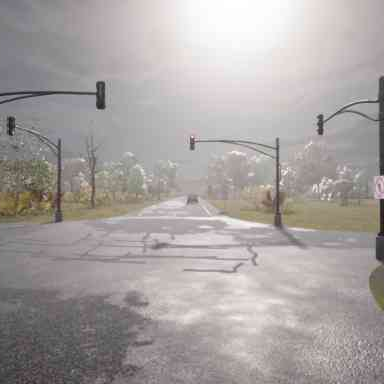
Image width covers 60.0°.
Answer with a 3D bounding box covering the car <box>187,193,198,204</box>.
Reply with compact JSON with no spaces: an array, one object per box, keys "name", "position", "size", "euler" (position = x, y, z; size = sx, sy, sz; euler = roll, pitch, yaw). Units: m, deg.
[{"name":"car","position":[0.107,1.293,67.703],"size":[2.150,2.045,5.566],"euler":[0,0,0]}]
